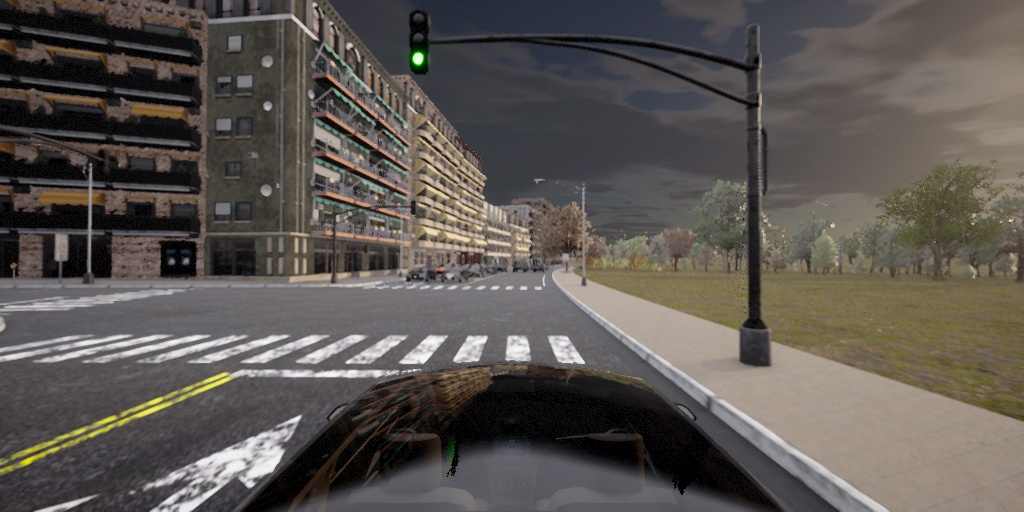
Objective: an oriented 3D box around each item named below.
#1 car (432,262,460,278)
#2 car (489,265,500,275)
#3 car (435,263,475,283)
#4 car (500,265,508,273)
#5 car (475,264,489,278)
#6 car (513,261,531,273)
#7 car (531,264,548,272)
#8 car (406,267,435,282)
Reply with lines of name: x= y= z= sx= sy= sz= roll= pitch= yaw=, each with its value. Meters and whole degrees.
car: x=-7.722 y=1.646 z=42.392 sx=2.097 sy=1.767 sz=4.553 roll=0 pitch=-1 yaw=6
car: x=-3.387 y=2.006 z=52.058 sx=1.994 sy=1.385 sz=4.181 roll=0 pitch=-1 yaw=7
car: x=-5.245 y=1.655 z=33.609 sx=2.128 sy=1.511 sz=4.902 roll=0 pitch=-1 yaw=4
car: x=-2.020 y=2.203 z=62.102 sx=1.895 sy=1.301 sz=4.718 roll=0 pitch=-1 yaw=9
car: x=-4.412 y=1.808 z=42.914 sx=1.837 sy=1.490 sz=4.892 roll=0 pitch=-1 yaw=6
car: x=1.522 y=1.835 z=62.730 sx=2.150 sy=2.045 sz=5.566 roll=0 pitch=-1 yaw=9
car: x=4.805 y=2.137 z=63.579 sx=1.837 sy=1.490 sz=4.892 roll=0 pitch=-1 yaw=9
car: x=-8.476 y=1.732 z=33.969 sx=1.994 sy=1.385 sz=4.181 roll=0 pitch=-1 yaw=5
